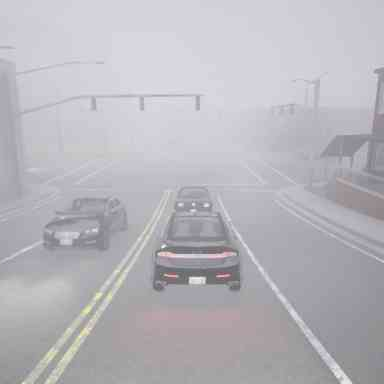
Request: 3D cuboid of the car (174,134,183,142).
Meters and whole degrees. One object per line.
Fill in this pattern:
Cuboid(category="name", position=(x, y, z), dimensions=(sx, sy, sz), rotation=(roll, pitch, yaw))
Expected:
Cuboid(category="car", position=(-3.496, -11.141, 71.574), dimensions=(1.994, 1.385, 4.181), rotation=(0, 12, 0))

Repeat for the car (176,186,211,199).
Cuboid(category="car", position=(0.085, 0.327, 18.079), dimensions=(1.895, 1.301, 4.718), rotation=(0, 8, 0))

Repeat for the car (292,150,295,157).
Cuboid(category="car", position=(15.971, -5.491, 44.966), dimensions=(4.553, 1.767, 2.097), rotation=(0, 12, 0))

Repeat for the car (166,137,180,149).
Cuboid(category="car", position=(-3.566, -8.509, 59.389), dimensions=(1.837, 1.490, 4.892), rotation=(0, 13, 0))

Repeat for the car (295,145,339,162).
Cuboid(category="car", position=(15.804, -4.739, 41.548), dimensions=(4.553, 1.767, 2.097), rotation=(0, 12, 0))

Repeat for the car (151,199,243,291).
Cuboid(category="car", position=(0.099, 1.221, 8.373), dimensions=(2.128, 1.511, 4.902), rotation=(0, 4, 0))

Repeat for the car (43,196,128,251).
Cuboid(category="car", position=(-3.568, 0.947, 11.886), dimensions=(2.128, 1.511, 4.902), rotation=(0, 5, 0))
